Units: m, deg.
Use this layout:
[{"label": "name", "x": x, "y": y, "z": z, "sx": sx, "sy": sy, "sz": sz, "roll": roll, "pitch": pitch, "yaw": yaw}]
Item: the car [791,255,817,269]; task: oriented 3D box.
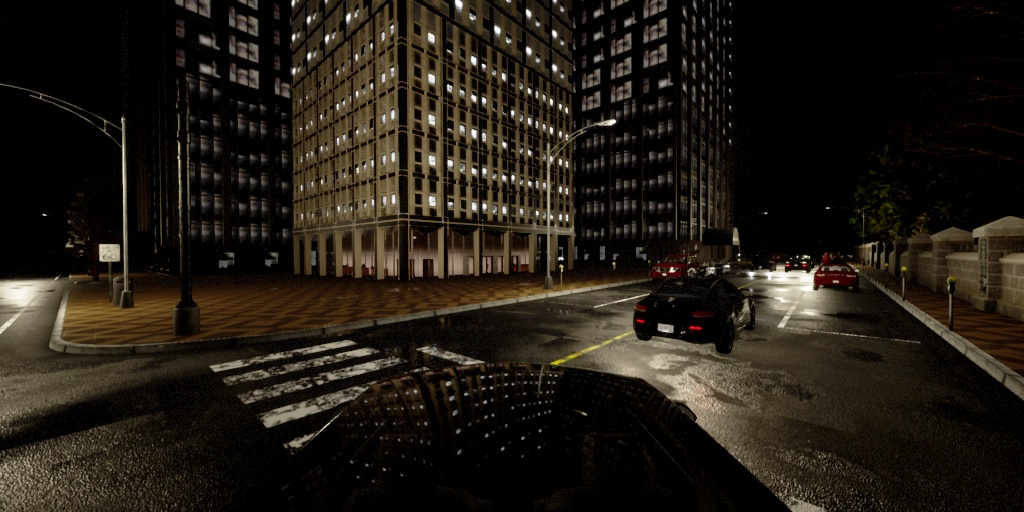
[{"label": "car", "x": 34.450, "y": 0.709, "z": 42.301, "sx": 2.128, "sy": 1.511, "sz": 4.902, "roll": 0, "pitch": 1, "yaw": 42}]

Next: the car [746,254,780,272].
[{"label": "car", "x": 25.810, "y": 0.815, "z": 36.776, "sx": 1.837, "sy": 1.490, "sz": 4.892, "roll": 0, "pitch": 1, "yaw": 42}]

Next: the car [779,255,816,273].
[{"label": "car", "x": 27.388, "y": 0.878, "z": 34.307, "sx": 2.033, "sy": 1.411, "sz": 5.357, "roll": 0, "pitch": 1, "yaw": 42}]

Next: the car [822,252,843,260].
[{"label": "car", "x": 42.702, "y": 0.441, "z": 47.795, "sx": 2.192, "sy": 1.841, "sz": 5.009, "roll": 0, "pitch": 0, "yaw": 42}]

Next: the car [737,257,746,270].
[{"label": "car", "x": 25.685, "y": 0.795, "z": 40.504, "sx": 1.751, "sy": 1.417, "sz": 4.829, "roll": 0, "pitch": 0, "yaw": 42}]

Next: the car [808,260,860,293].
[{"label": "car", "x": 17.008, "y": 1.077, "z": 18.868, "sx": 1.888, "sy": 1.381, "sz": 4.507, "roll": 0, "pitch": 0, "yaw": 42}]

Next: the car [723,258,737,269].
[{"label": "car", "x": 18.458, "y": 0.936, "z": 32.366, "sx": 2.007, "sy": 1.370, "sz": 4.403, "roll": 0, "pitch": 0, "yaw": 42}]

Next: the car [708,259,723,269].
[{"label": "car", "x": 14.787, "y": 0.992, "z": 28.233, "sx": 2.007, "sy": 1.370, "sz": 4.403, "roll": 0, "pitch": 0, "yaw": 42}]

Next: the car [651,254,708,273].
[{"label": "car", "x": 11.116, "y": 0.813, "z": 24.101, "sx": 2.192, "sy": 1.841, "sz": 5.009, "roll": 0, "pitch": 0, "yaw": 42}]

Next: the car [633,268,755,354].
[{"label": "car", "x": 4.492, "y": 1.205, "z": 8.634, "sx": 1.812, "sy": 1.442, "sz": 4.674, "roll": 0, "pitch": 1, "yaw": 42}]
